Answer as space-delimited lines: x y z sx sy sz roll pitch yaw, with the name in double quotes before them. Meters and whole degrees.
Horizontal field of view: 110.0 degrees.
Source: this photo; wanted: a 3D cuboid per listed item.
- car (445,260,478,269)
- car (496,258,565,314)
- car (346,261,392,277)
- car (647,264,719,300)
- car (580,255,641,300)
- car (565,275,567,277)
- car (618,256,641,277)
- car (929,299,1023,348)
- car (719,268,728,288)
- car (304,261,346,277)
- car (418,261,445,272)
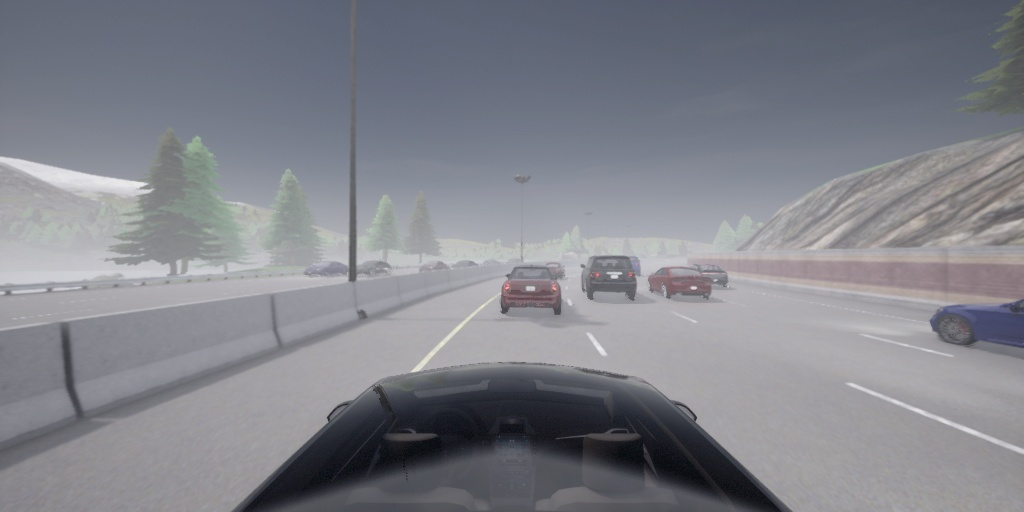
"car" -5.316 1.236 40.235 1.837 1.490 4.892 0 0 15
"car" 0.806 1.103 14.018 2.097 1.767 4.553 0 0 5
"car" -13.704 1.211 35.344 1.837 1.490 4.892 0 0 13
"car" 8.299 1.251 18.206 1.882 1.535 5.008 0 0 7
"car" 4.729 0.984 18.078 2.150 2.045 5.566 0 0 7
"car" 3.776 1.284 32.574 1.812 1.442 4.674 0 0 13
"car" 12.399 1.006 38.091 2.150 2.045 5.566 0 0 16
"car" 10.790 1.308 6.503 1.812 1.442 4.674 0 0 2
"car" 12.750 1.278 24.142 2.128 1.511 4.902 0 0 10
"car" -17.546 1.221 34.223 1.812 1.442 4.674 0 0 13
"car" -8.837 1.246 40.626 1.812 1.442 4.674 0 0 15
